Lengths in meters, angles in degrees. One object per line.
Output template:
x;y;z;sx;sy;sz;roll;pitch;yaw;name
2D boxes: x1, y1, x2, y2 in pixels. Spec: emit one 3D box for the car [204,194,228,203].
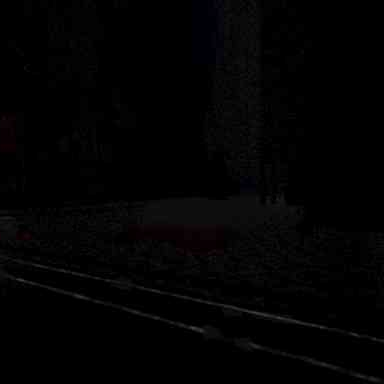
4.343;1.114;58.877;2.033;1.411;5.357;0;1;36;car
